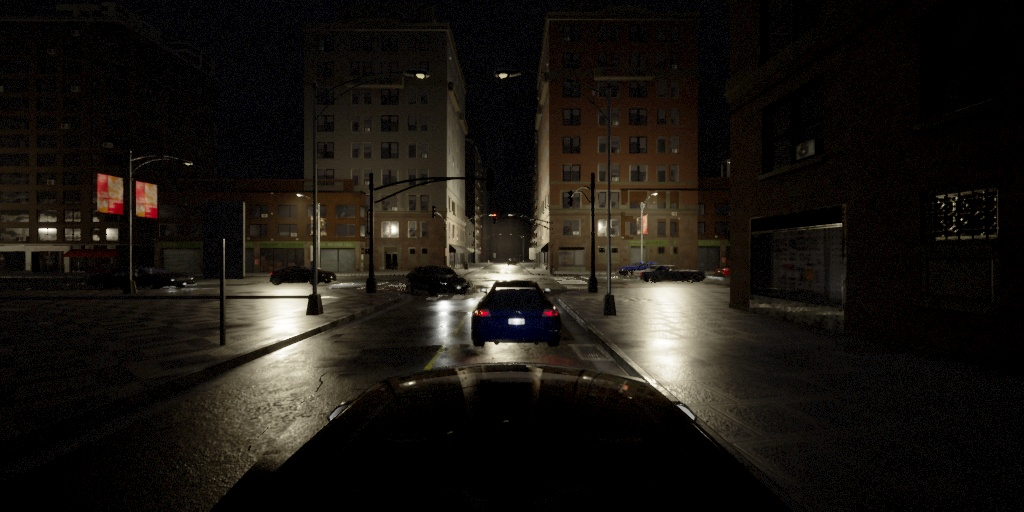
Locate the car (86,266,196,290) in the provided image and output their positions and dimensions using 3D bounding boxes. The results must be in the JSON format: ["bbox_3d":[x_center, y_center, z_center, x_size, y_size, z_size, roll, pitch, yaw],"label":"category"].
[{"bbox_3d":[-23.327,1.380,22.622,5.357,1.411,2.033,0,0,0],"label":"car"}]

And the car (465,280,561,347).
[{"bbox_3d":[0.098,1.314,9.373,1.994,1.385,4.181,0,0,0],"label":"car"}]

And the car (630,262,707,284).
[{"bbox_3d":[11.403,1.295,26.035,4.718,1.301,1.895,0,0,0],"label":"car"}]

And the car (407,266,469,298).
[{"bbox_3d":[-3.920,1.259,18.703,1.837,1.490,4.892,4,-3,-37],"label":"car"}]

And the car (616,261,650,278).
[{"bbox_3d":[11.866,1.218,32.735,4.674,1.442,1.812,0,0,0],"label":"car"}]

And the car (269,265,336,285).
[{"bbox_3d":[-15.039,1.364,25.909,4.181,1.385,1.994,0,0,0],"label":"car"}]

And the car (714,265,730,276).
[{"bbox_3d":[20.905,1.225,32.772,4.181,1.385,1.994,0,0,0],"label":"car"}]
